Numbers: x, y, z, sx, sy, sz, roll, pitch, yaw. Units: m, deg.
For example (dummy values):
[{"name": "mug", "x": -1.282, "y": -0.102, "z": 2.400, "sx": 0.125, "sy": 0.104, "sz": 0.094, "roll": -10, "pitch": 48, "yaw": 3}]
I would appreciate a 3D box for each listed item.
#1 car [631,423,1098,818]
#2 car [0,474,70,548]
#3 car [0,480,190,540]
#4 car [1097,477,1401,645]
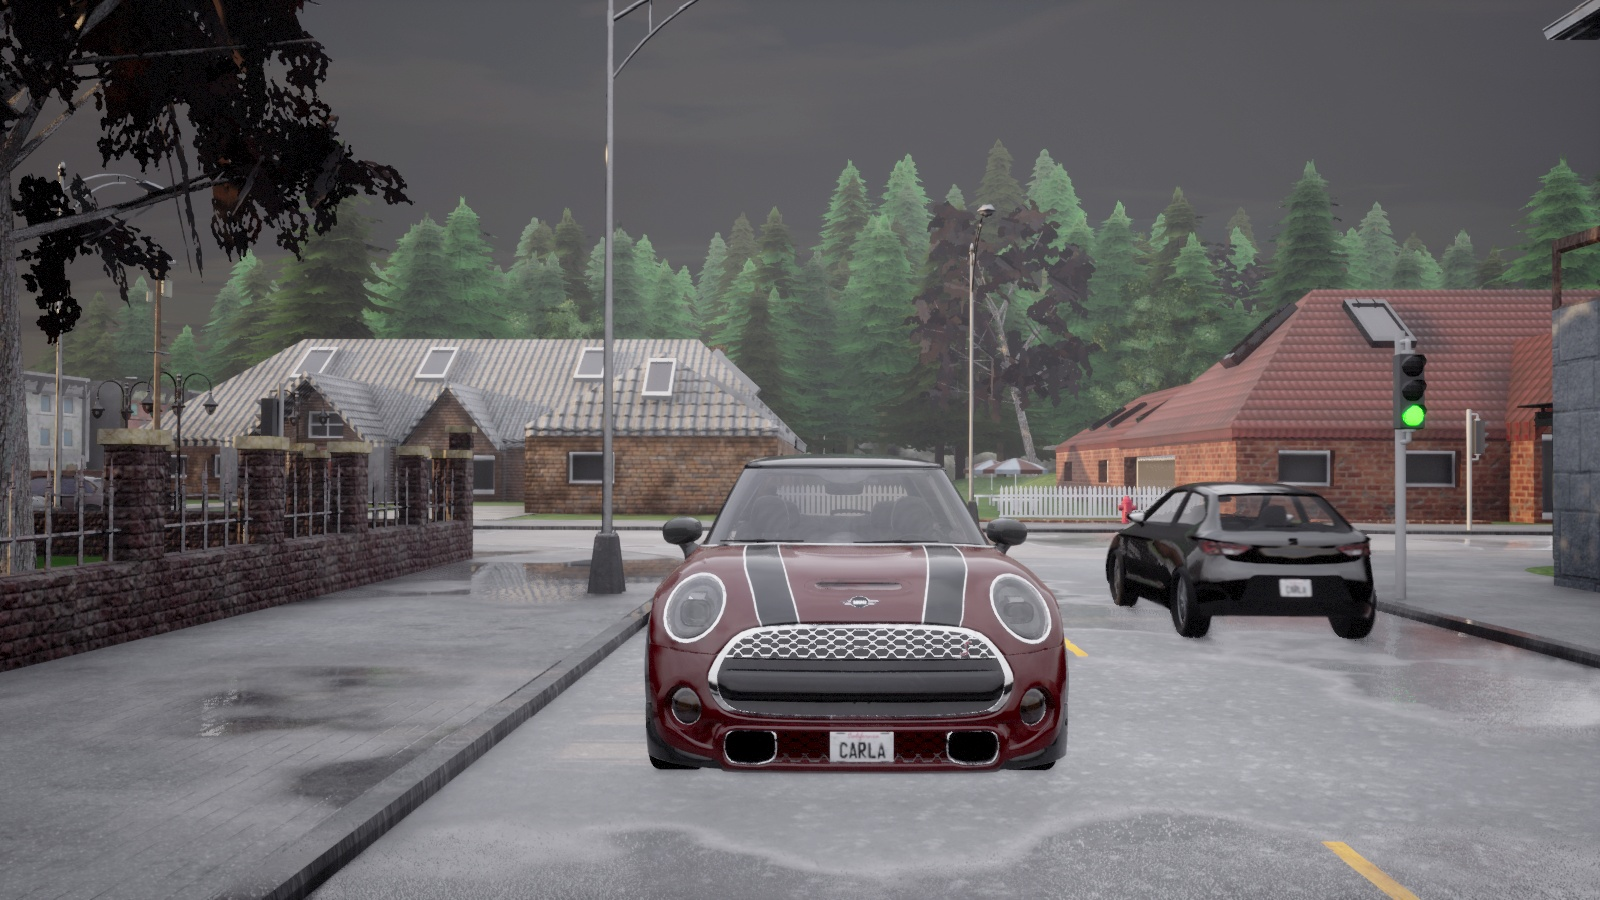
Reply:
[{"name": "car", "x": 0.271, "y": 0.805, "z": 7.943, "sx": 2.097, "sy": 1.767, "sz": 4.553, "roll": 0, "pitch": -1, "yaw": 0}, {"name": "car", "x": -18.574, "y": 1.289, "z": 27.041, "sx": 4.514, "sy": 1.525, "sz": 2.007, "roll": 0, "pitch": -1, "yaw": 0}, {"name": "car", "x": -18.226, "y": 1.455, "z": 31.028, "sx": 5.357, "sy": 1.411, "sz": 2.033, "roll": 0, "pitch": -1, "yaw": 4}, {"name": "car", "x": 4.496, "y": 1.033, "z": 13.308, "sx": 1.816, "sy": 1.474, "sz": 4.193, "roll": 0, "pitch": -1, "yaw": 2}]
